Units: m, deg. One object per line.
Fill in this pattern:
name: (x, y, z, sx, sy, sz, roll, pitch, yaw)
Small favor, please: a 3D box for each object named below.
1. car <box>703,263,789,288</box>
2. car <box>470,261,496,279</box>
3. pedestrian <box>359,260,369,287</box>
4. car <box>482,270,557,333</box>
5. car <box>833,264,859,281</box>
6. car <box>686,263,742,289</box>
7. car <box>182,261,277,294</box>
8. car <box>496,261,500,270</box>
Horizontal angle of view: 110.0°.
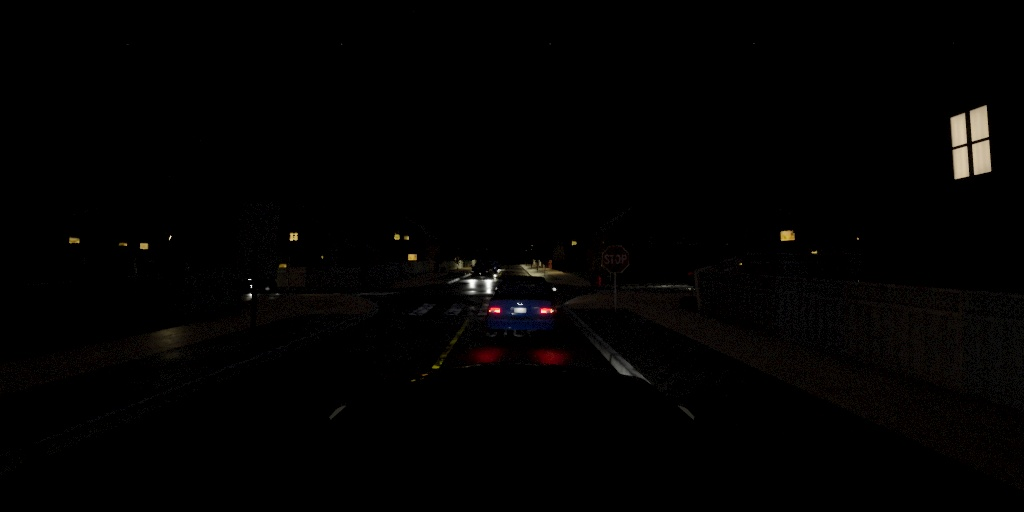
car: (15.682, 1.300, 24.082, 5.008, 1.535, 1.882, 0, -3, -14)
car: (-2.814, 1.333, 34.175, 1.837, 1.490, 4.892, 0, 0, 0)
pedestrian: (-9.793, 1.148, 23.671, 0.375, 1.860, 0.375, 0, -3, -1)
car: (0.374, 1.310, 10.810, 2.033, 1.411, 5.357, 0, 0, 4)
car: (24.775, 1.282, 26.664, 4.892, 1.490, 1.837, -1, -3, -19)
car: (12.375, 1.154, 20.164, 5.008, 1.535, 1.882, 0, -3, -11)
car: (-14.424, 1.059, 17.996, 4.553, 1.767, 2.097, 0, -3, 2)
car: (-2.793, 1.348, 44.368, 1.882, 1.535, 5.008, 0, 0, 0)
